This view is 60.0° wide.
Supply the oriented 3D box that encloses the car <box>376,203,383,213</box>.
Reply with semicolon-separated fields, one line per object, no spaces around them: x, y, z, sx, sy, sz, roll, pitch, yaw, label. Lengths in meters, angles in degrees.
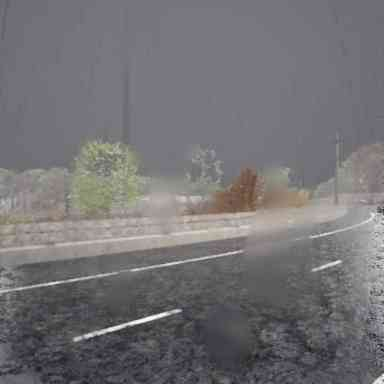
26.339;2.177;45.210;1.895;1.301;4.718;0;0;24;car
